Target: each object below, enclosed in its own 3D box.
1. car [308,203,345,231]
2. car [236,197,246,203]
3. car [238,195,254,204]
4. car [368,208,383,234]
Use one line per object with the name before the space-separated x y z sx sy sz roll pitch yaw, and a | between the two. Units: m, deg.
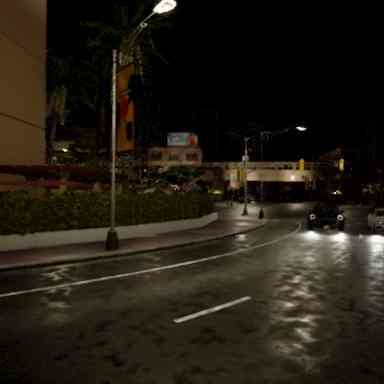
car | 8.912 1.550 22.116 2.097 1.767 4.553 0 0 22
car | 13.918 2.130 93.440 2.231 1.521 4.892 0 0 15
car | 12.445 2.018 76.303 2.097 1.535 5.008 0 0 5
car | 12.070 1.742 20.606 1.812 1.442 4.674 0 -1 22
